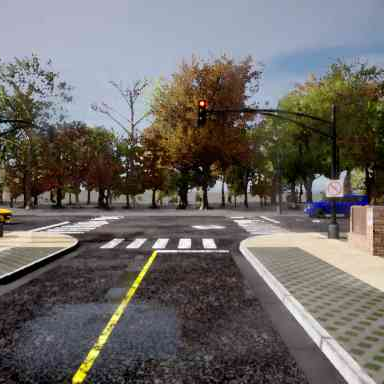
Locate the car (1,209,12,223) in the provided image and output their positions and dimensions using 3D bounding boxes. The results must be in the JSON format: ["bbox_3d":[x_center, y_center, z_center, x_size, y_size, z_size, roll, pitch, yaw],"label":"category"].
[{"bbox_3d":[-15.092,1.423,22.940,5.008,1.535,1.882,0,0,0],"label":"car"}]

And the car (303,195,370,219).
[{"bbox_3d":[12.853,1.279,29.626,5.566,2.045,2.150,0,0,0],"label":"car"}]
